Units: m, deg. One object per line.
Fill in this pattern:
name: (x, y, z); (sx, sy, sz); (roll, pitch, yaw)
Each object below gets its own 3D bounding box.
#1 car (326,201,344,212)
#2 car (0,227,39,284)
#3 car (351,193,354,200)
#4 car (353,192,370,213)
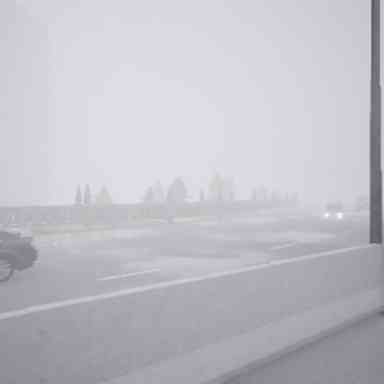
car: (17.788, 1.751, 41.338); (1.895, 1.301, 4.718); (0, 0, 27)
car: (-6.437, 1.546, 8.137); (4.892, 1.490, 1.837); (0, 0, -36)
car: (35.195, 1.087, 70.310); (2.150, 2.045, 5.566); (0, 0, 15)
car: (20.465, 1.359, 38.917); (2.150, 2.045, 5.566); (0, 0, 28)
